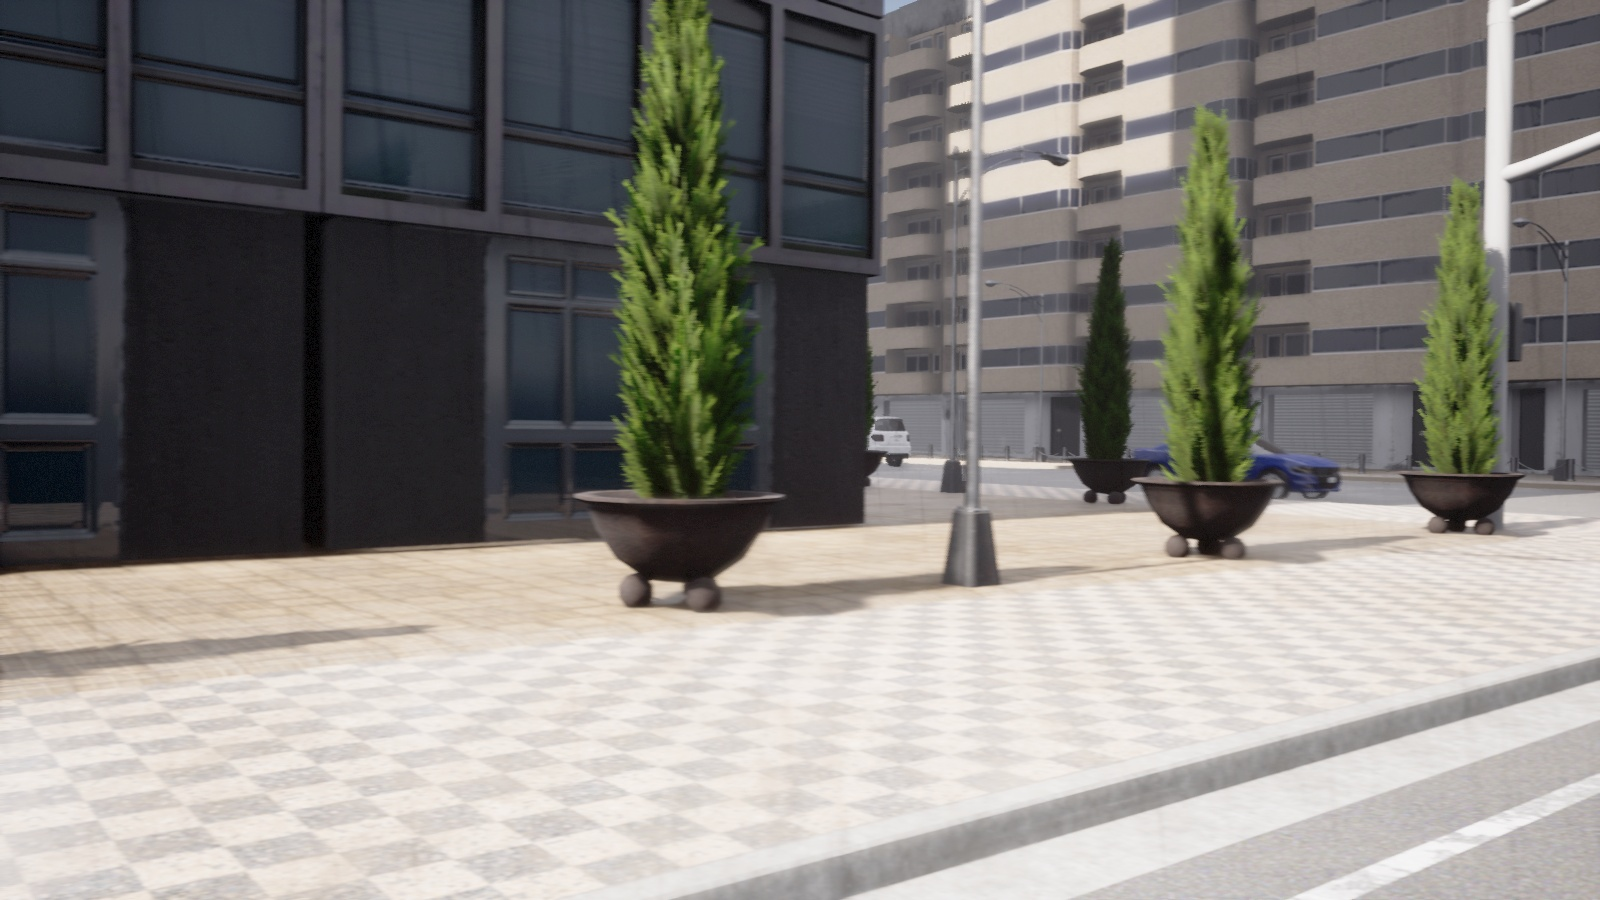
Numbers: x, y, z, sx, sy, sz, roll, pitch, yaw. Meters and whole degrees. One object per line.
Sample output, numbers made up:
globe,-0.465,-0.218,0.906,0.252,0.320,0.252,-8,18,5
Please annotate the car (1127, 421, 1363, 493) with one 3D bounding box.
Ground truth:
car,10.357,0.117,29.600,1.882,1.535,5.008,-1,1,-38

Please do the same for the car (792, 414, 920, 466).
car,2.230,-0.422,51.563,2.150,2.045,5.566,-1,1,-38
